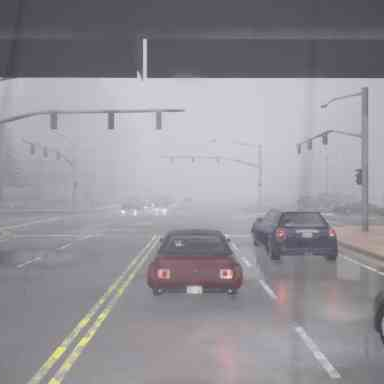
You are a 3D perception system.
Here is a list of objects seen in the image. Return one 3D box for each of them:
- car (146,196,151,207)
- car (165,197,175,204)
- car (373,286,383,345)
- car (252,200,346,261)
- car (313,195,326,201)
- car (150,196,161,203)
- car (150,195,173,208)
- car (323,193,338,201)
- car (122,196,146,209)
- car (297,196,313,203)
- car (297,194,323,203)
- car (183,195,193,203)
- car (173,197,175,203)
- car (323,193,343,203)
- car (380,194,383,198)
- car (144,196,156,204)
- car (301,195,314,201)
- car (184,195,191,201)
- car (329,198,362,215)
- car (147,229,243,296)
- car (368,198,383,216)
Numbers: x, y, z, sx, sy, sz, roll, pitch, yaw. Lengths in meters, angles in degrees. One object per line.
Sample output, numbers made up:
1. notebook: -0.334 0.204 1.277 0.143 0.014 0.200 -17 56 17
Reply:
1. car: -7.990 1.528 53.937 1.882 1.535 5.008 0 0 0
2. car: -4.489 1.665 68.725 1.895 1.301 4.718 0 0 0
3. car: 3.602 1.508 3.005 1.837 1.490 4.892 0 0 0
4. car: 3.590 1.363 12.449 2.097 1.767 4.553 0 0 0
5. car: 30.875 1.439 80.663 1.784 1.438 3.905 0 0 0
6. car: -8.014 1.622 73.955 1.994 1.385 4.181 0 0 0
7. car: -4.471 1.538 49.527 2.128 1.511 4.902 0 0 0
8. car: 33.558 1.228 80.719 1.932 1.855 4.605 0 0 0
9. car: -8.011 1.394 44.766 2.097 1.767 4.553 0 0 2
10. car: 22.245 1.456 65.543 1.970 1.475 3.806 0 0 0
11. car: 16.683 1.198 48.118 1.932 1.855 4.605 0 0 0
12. car: -0.883 1.589 68.503 1.812 1.442 4.674 0 0 0
13. car: -4.505 1.407 58.569 2.097 1.767 4.553 0 0 0
14. car: 19.577 1.201 48.070 1.905 1.878 3.866 0 0 0
15. car: 39.142 1.214 65.670 1.932 1.855 4.605 0 0 0
16. car: -7.999 1.585 63.942 1.812 1.442 4.674 0 0 0
17. car: 27.980 1.470 80.657 1.970 1.475 3.806 0 0 0
18. car: -1.087 1.559 86.641 1.882 1.535 5.008 0 0 0
19. car: 16.696 1.596 33.886 4.181 1.385 1.994 0 0 1
20. car: 0.076 1.609 8.655 1.895 1.301 4.718 0 0 0
21. car: 19.279 1.533 30.352 4.892 1.490 1.837 0 0 1
